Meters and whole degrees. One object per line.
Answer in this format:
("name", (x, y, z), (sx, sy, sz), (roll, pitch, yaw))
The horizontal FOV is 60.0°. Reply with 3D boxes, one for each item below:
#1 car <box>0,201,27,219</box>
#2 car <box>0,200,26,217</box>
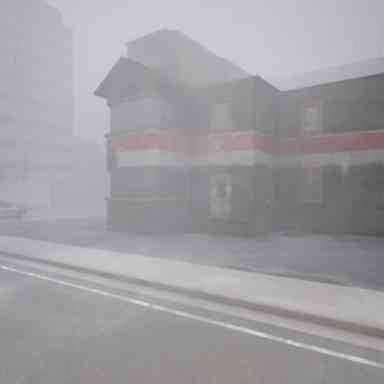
("car", (-16.027, 1.507, 27.164), (2.038, 1.542, 4.974), (0, 0, 15))
("car", (-16.013, 1.349, 27.214), (1.853, 1.218, 4.536), (0, 0, 15))
